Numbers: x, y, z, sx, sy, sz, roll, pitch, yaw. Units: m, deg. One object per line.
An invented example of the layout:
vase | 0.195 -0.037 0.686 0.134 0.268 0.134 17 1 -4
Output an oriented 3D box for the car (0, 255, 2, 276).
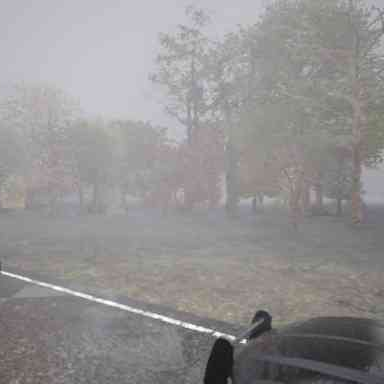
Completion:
car | -6.416 1.521 8.113 4.674 1.442 1.812 0 0 35

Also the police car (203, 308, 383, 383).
police car | 2.471 1.413 1.812 5.238 1.638 1.930 0 0 35
